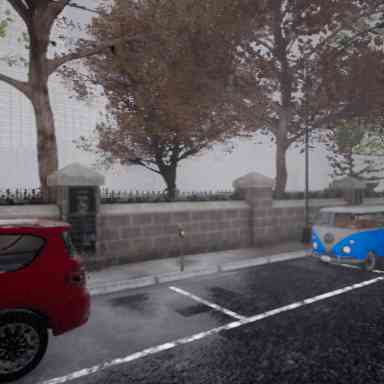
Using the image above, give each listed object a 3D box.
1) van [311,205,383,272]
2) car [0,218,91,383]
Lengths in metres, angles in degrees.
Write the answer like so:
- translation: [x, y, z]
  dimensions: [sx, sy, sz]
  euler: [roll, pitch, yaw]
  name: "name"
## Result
- translation: [5.417, 1.317, 10.427]
  dimensions: [3.998, 1.788, 1.690]
  euler: [0, 0, -36]
  name: "van"
- translation: [-3.748, 1.317, 3.886]
  dimensions: [5.009, 1.841, 2.192]
  euler: [0, 0, -36]
  name: "car"
